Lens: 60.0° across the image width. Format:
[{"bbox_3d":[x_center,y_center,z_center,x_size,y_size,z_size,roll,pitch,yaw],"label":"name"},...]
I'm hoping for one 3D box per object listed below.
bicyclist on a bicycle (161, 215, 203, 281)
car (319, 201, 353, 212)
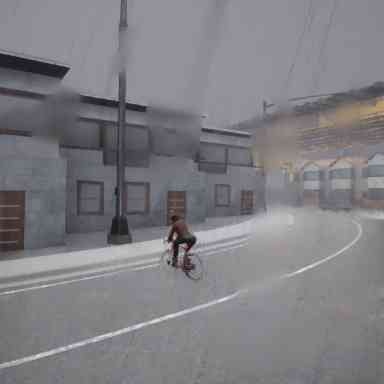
[{"bbox_3d":[-0.307,1.427,8.609,0.582,1.620,1.656,-1,-2,-43],"label":"bicyclist on a bicycle"},{"bbox_3d":[18.561,1.838,43.049,2.033,1.411,5.357,1,-1,-7],"label":"car"}]
